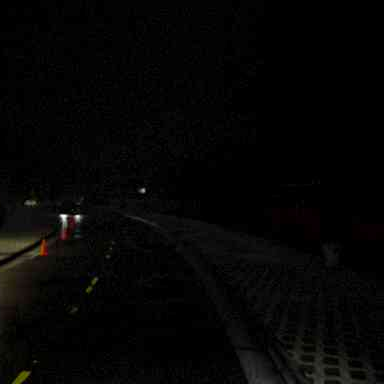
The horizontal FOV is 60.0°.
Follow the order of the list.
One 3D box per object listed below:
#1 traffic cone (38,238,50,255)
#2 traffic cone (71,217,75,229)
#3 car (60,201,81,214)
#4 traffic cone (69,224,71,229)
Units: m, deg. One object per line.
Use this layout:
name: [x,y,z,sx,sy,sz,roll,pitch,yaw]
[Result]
traffic cone: [-5.674,2.078,12.761,0.340,0.580,0.340,0,-1,-10]
traffic cone: [-8.013,2.162,22.161,0.340,0.580,0.340,0,0,-18]
car: [-14.932,1.879,40.542,1.837,1.490,4.892,0,-1,-27]
traffic cone: [-6.698,2.120,17.497,0.340,0.580,0.340,0,0,-14]
